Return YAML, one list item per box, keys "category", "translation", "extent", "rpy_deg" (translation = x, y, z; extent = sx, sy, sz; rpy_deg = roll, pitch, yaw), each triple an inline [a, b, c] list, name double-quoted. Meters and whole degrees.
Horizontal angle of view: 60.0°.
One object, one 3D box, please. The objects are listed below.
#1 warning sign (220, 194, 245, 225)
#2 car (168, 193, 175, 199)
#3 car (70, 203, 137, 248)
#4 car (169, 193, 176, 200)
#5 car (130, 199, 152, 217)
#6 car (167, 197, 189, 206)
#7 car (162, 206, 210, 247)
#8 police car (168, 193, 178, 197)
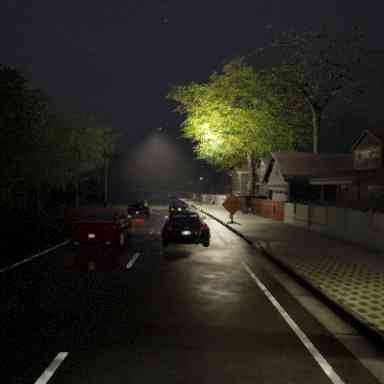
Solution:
- category: "warning sign"
  translation: [2.487, 1.059, 20.554]
  extent: [1.300, 1.860, 1.060]
  rpy_deg: [0, 1, -3]
- category: "car"
  translation: [-5.584, 1.171, 91.407]
  extent: [1.837, 1.490, 4.892]
  rpy_deg: [0, 0, -5]
- category: "car"
  translation: [-3.802, 1.455, 14.729]
  extent: [1.882, 1.535, 5.008]
  rpy_deg: [0, 0, -2]
- category: "car"
  translation: [-5.071, 1.148, 85.620]
  extent: [1.801, 1.575, 5.366]
  rpy_deg: [0, 0, -5]
- category: "car"
  translation: [-4.706, 1.426, 29.771]
  extent: [1.837, 1.490, 4.892]
  rpy_deg: [0, 0, -5]
- category: "car"
  translation: [-1.216, 1.469, 30.050]
  extent: [2.033, 1.411, 5.357]
  rpy_deg: [0, 0, -5]
- category: "car"
  translation: [-0.305, 1.541, 14.869]
  extent: [1.994, 1.385, 4.181]
  rpy_deg: [0, 0, -2]
- category: "police car"
  translation: [-4.181, 1.164, 75.580]
  extent: [1.930, 1.638, 5.238]
  rpy_deg: [0, 0, -5]
